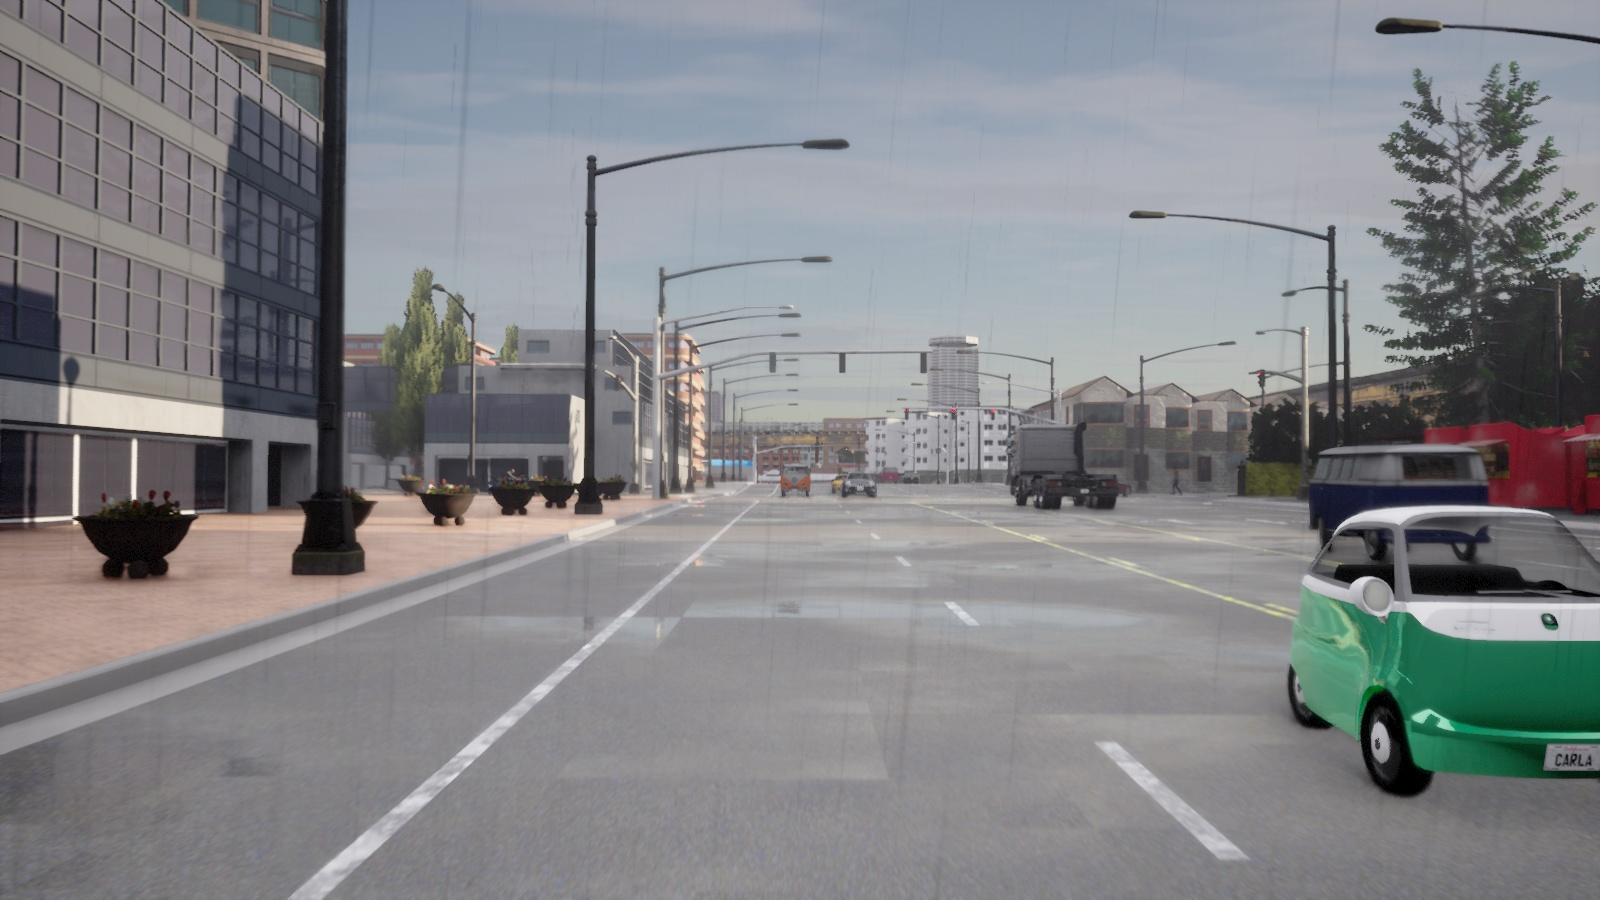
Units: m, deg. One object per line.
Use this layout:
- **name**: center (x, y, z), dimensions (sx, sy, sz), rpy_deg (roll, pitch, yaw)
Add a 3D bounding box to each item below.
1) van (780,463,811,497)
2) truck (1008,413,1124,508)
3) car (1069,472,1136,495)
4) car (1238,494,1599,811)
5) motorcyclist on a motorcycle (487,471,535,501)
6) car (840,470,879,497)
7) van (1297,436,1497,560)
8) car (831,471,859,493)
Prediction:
- **van**: center (-0.254, 1.831, 76.507), dimensions (1.775, 1.987, 4.442), rpy_deg (0, -2, 2)
- **truck**: center (10.376, 0.445, 49.840), dimensions (2.891, 3.462, 7.936), rpy_deg (0, -1, 0)
- **car**: center (19.673, 2.145, 81.509), dimensions (4.674, 1.442, 1.812), rpy_deg (1, -2, -40)
- **car**: center (3.484, 0.945, 6.743), dimensions (1.481, 1.376, 2.207), rpy_deg (0, -1, 0)
- **motorcyclist on a motorcycle**: center (-14.600, 1.818, 63.452), dimensions (2.191, 1.530, 0.866), rpy_deg (0, -2, 0)
- **car**: center (3.331, 1.883, 70.982), dimensions (1.970, 1.475, 3.806), rpy_deg (0, -1, 0)
- **van**: center (10.597, 0.813, 22.665), dimensions (1.775, 1.987, 4.442), rpy_deg (-1, -1, 5)
- **car**: center (3.281, 2.350, 91.932), dimensions (1.801, 1.575, 5.366), rpy_deg (0, -1, 0)
